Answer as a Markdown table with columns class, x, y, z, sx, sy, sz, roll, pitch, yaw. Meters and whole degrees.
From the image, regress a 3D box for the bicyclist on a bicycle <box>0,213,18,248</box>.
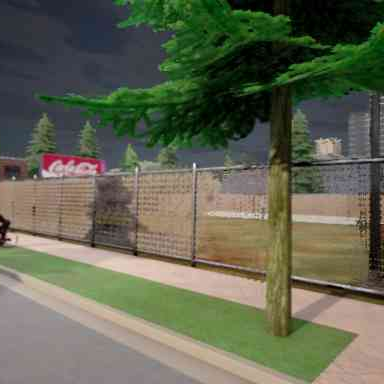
| class | x | y | z | sx | sy | sz | roll | pitch | yaw |
| --- | --- | --- | --- | --- | --- | --- | --- | --- | --- |
| bicyclist on a bicycle | -7.741 | 1.474 | 13.191 | 0.582 | 1.620 | 1.656 | 0 | -2 | 41 |
